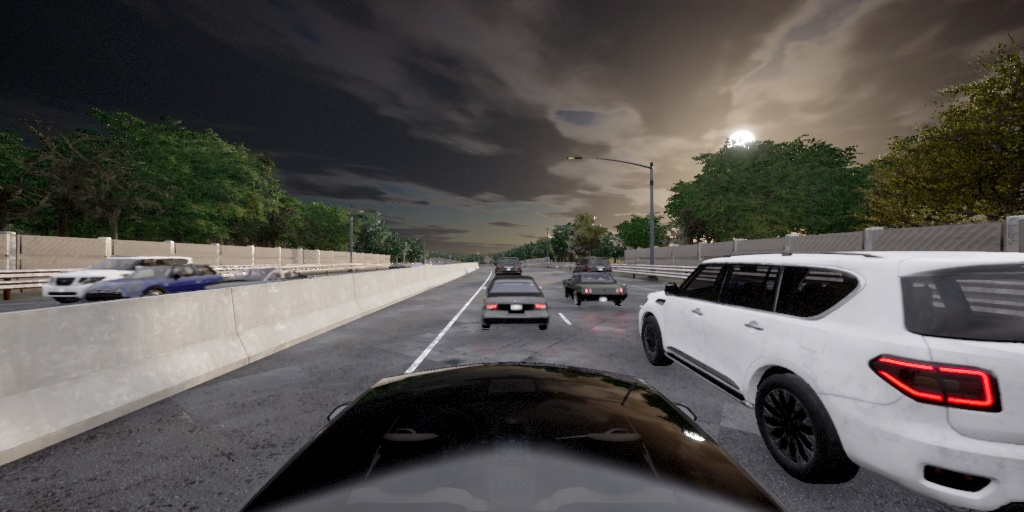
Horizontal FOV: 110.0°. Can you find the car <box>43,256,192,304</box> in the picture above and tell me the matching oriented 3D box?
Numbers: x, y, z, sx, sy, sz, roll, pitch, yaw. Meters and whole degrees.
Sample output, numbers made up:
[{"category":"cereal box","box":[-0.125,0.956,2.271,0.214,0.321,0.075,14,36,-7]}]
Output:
[{"category":"car","box":[-17.752,1.000,16.848,2.150,2.045,5.566,0,0,-1]}]

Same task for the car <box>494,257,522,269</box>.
[{"category":"car","box":[-0.329,1.128,30.024,2.150,2.045,5.566,0,0,-2]}]

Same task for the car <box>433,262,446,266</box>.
[{"category":"car","box":[-12.119,1.788,60.089,2.128,1.511,4.902,0,-1,-3]}]

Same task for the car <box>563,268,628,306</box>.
[{"category":"car","box":[3.461,1.374,15.935,1.895,1.301,4.718,0,0,-1]}]

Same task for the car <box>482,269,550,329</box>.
[{"category":"car","box":[0.037,1.303,11.248,2.033,1.411,5.357,0,0,-1]}]

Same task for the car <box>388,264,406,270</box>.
[{"category":"car","box":[-19.108,1.925,59.690,1.895,1.301,4.718,0,-1,-3]}]

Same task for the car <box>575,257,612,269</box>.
[{"category":"car","box":[6.673,1.127,30.011,2.150,2.045,5.566,0,0,-2]}]

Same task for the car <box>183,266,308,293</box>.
[{"category":"car","box":[-10.734,1.262,15.404,2.128,1.511,4.902,0,0,-1]}]

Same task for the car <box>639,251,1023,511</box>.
[{"category":"car","box":[3.570,0.973,4.779,2.150,2.045,5.566,0,0,1]}]

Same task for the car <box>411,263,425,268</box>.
[{"category":"car","box":[-15.614,1.813,59.900,1.812,1.442,4.674,0,-1,-3]}]

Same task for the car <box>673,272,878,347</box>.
[{"category":"car","box":[7.036,1.302,10.609,2.033,1.411,5.357,0,0,-1]}]

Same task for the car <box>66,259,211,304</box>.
[{"category":"car","box":[-14.224,1.119,14.624,2.097,1.767,4.553,0,0,-1]}]
